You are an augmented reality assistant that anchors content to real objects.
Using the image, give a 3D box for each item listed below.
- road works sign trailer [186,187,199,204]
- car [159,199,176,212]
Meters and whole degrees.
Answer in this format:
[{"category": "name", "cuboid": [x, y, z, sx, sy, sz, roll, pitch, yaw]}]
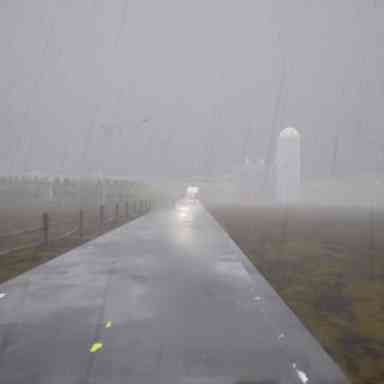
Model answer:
[{"category": "road works sign trailer", "cuboid": [0.182, 0.669, 70.902, 2.380, 3.560, 2.880, 0, 0, -4]}, {"category": "car", "cuboid": [-2.846, 1.580, 40.169, 2.033, 1.411, 5.357, 0, 0, 0]}]
